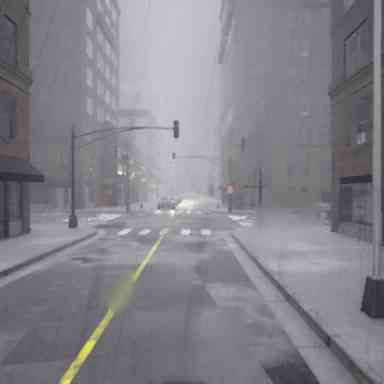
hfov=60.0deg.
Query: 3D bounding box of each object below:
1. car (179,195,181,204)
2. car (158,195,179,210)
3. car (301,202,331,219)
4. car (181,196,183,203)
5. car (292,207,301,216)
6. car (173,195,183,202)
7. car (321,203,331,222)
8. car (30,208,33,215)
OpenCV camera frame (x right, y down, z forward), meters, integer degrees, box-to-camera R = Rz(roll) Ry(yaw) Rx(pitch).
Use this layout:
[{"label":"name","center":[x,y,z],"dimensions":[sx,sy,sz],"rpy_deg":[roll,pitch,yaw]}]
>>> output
[{"label":"car","center":[-3.050,1.425,51.338],"dimensions":[1.812,1.442,4.674],"rpy_deg":[0,0,0]},{"label":"car","center":[-3.115,1.274,42.345],"dimensions":[2.097,1.767,4.553],"rpy_deg":[0,0,1]},{"label":"car","center":[12.500,1.587,28.839],"dimensions":[4.902,1.511,2.128],"rpy_deg":[1,0,0]},{"label":"car","center":[-2.972,1.397,61.214],"dimensions":[1.812,1.442,4.674],"rpy_deg":[0,0,0]},{"label":"car","center":[11.674,1.650,31.421],"dimensions":[4.206,1.307,1.802],"rpy_deg":[1,0,0]},{"label":"car","center":[-2.967,1.361,71.294],"dimensions":[2.128,1.511,4.902],"rpy_deg":[0,0,0]},{"label":"car","center":[11.635,1.679,22.896],"dimensions":[4.403,1.369,2.008],"rpy_deg":[1,0,0]},{"label":"car","center":[-15.038,1.447,25.848],"dimensions":[4.718,1.301,1.895],"rpy_deg":[1,0,-2]}]
